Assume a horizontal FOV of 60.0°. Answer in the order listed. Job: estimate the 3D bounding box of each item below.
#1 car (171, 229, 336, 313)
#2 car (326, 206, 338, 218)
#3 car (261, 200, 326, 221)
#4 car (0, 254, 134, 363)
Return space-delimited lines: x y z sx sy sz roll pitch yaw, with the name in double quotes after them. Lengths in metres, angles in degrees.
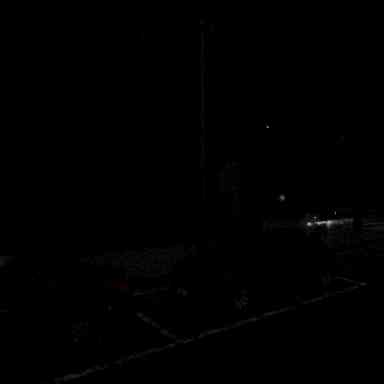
1.583 1.565 7.663 4.313 1.339 1.947 0 0 -35 "car"
10.291 1.480 29.145 1.837 1.490 4.892 0 0 -36 "car"
7.709 1.532 27.169 2.033 1.411 5.357 0 0 -36 "car"
-2.855 1.582 4.498 4.206 1.307 1.802 0 0 -35 "car"
